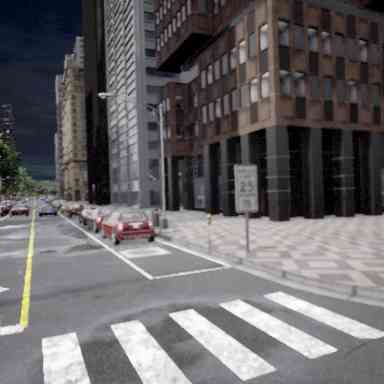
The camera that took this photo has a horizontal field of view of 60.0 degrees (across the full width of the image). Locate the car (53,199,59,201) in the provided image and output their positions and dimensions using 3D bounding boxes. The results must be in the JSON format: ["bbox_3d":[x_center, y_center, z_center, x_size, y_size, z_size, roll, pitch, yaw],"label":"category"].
[{"bbox_3d":[-21.746,2.246,55.834,1.967,1.590,4.097,-2,0,-25],"label":"car"}]

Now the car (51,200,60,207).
[{"bbox_3d":[-31.036,2.679,75.628,1.752,1.417,4.829,-2,0,-25],"label":"car"}]

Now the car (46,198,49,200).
[{"bbox_3d":[-33.277,2.552,80.384,2.192,1.841,5.009,-2,0,-25],"label":"car"}]

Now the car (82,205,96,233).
[{"bbox_3d":[-5.607,1.663,21.464,1.967,1.590,4.097,-2,0,-25],"label":"car"}]

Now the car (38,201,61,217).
[{"bbox_3d":[-17.117,2.192,39.569,1.994,1.385,4.181,-2,0,-24],"label":"car"}]

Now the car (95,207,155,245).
[{"bbox_3d":[-3.302,1.582,16.554,1.967,1.590,4.097,-2,0,-25],"label":"car"}]

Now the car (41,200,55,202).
[{"bbox_3d":[-21.345,2.329,48.500,2.033,1.411,5.357,-2,0,-25],"label":"car"}]

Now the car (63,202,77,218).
[{"bbox_3d":[-12.520,2.014,36.193,1.887,1.381,4.507,-2,0,-25],"label":"car"}]

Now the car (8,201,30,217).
[{"bbox_3d":[-21.411,2.253,41.579,1.882,1.535,5.008,-2,0,-25],"label":"car"}]

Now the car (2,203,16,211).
[{"bbox_3d":[-34.070,2.779,62.040,1.887,1.381,4.507,-2,0,-25],"label":"car"}]

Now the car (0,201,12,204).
[{"bbox_3d":[-27.161,2.292,47.307,2.192,1.841,5.009,-2,0,-25],"label":"car"}]

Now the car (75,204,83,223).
[{"bbox_3d":[-7.908,1.886,26.373,1.802,1.307,4.206,-2,0,-25],"label":"car"}]

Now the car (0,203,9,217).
[{"bbox_3d":[-24.845,2.475,42.397,1.802,1.307,4.206,-2,0,-25],"label":"car"}]

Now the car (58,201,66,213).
[{"bbox_3d":[-17.204,2.164,46.168,1.752,1.417,4.829,-2,0,-25],"label":"car"}]

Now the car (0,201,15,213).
[{"bbox_3d":[-31.773,2.463,57.129,2.192,1.841,5.009,-2,0,-25],"label":"car"}]
